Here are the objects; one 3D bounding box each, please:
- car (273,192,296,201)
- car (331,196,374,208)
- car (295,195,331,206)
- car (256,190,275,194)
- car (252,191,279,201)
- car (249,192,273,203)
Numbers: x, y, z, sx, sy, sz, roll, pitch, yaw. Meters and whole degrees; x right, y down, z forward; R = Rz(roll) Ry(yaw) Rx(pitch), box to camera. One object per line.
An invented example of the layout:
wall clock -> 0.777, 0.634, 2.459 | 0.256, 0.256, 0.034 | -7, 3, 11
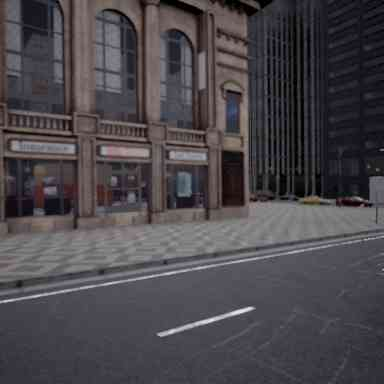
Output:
car -> 17.687, 0.997, 60.951 | 1.947, 1.339, 4.313 | 0, 1, -36
car -> 20.654, 1.250, 42.283 | 1.887, 1.381, 4.507 | -1, 1, -36
car -> 17.459, 1.187, 46.705 | 1.752, 1.417, 4.829 | -1, 1, -36
car -> 13.038, 0.690, 62.813 | 2.150, 2.045, 5.566 | -1, 1, -36
car -> 14.394, 0.696, 65.509 | 2.192, 1.841, 5.009 | 0, 1, -36
car -> 10.774, 1.109, 55.963 | 1.887, 1.381, 4.507 | 0, 1, -36
